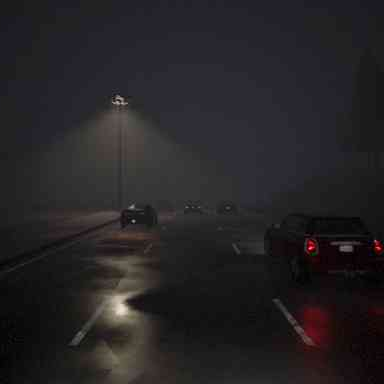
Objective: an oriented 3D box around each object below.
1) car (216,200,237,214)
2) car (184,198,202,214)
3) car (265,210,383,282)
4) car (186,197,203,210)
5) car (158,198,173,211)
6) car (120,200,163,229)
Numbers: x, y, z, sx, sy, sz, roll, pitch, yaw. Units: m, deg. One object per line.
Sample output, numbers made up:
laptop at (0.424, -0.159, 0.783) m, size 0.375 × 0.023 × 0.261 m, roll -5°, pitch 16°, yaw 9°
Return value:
car at (3.613, 1.561, 35.210) m, size 1.994 × 1.385 × 4.181 m, roll 0°, pitch 0°, yaw 0°
car at (0.111, 1.546, 34.837) m, size 2.033 × 1.411 × 5.357 m, roll 0°, pitch 0°, yaw 0°
car at (3.599, 1.350, 9.881) m, size 2.097 × 1.767 × 4.553 m, roll 0°, pitch 0°, yaw 0°
car at (0.372, 1.489, 44.587) m, size 2.128 × 1.511 × 4.902 m, roll 0°, pitch 0°, yaw 3°
car at (-3.318, 1.476, 40.005) m, size 1.882 × 1.535 × 5.008 m, roll 0°, pitch 0°, yaw 1°
car at (-3.398, 1.490, 21.838) m, size 2.128 × 1.511 × 4.902 m, roll 0°, pitch 0°, yaw 0°
